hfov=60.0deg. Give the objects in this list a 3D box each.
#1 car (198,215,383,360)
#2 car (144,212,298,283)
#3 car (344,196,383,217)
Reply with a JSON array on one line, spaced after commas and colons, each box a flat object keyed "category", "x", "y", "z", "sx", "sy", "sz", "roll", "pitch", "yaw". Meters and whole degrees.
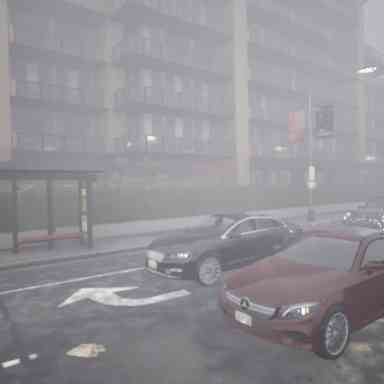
[{"category": "car", "x": 2.576, "y": 1.390, "z": 5.865, "sx": 4.674, "sy": 1.442, "sz": 1.812, "roll": -2, "pitch": 1, "yaw": -36}, {"category": "car", "x": 1.066, "y": 1.339, "z": 9.099, "sx": 4.902, "sy": 1.511, "sz": 2.128, "roll": -2, "pitch": 1, "yaw": -36}, {"category": "car", "x": 8.534, "y": 0.968, "z": 14.489, "sx": 4.553, "sy": 1.767, "sz": 2.097, "roll": -2, "pitch": 1, "yaw": -36}]
